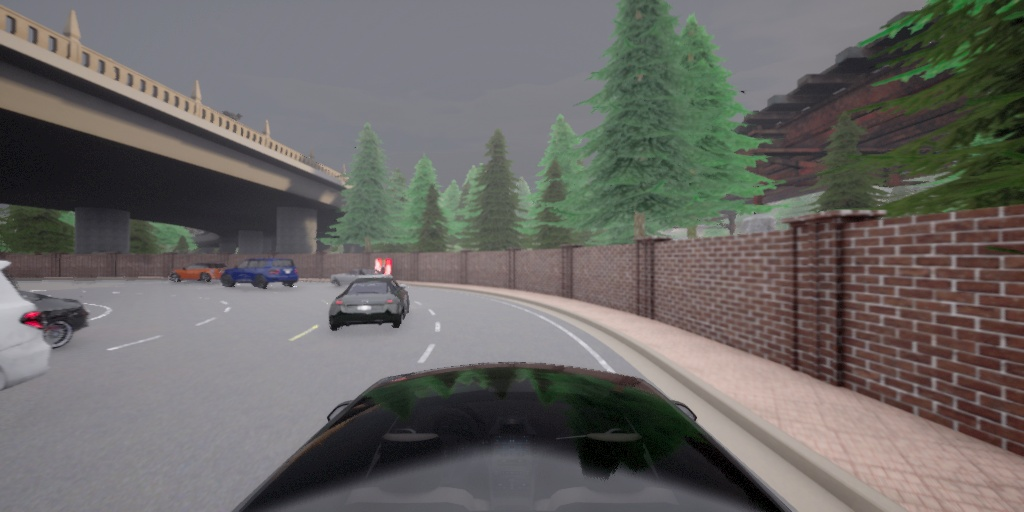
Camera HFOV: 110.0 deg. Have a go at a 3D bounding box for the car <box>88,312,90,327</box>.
[{"bbox_3d":[-10.714,1.318,6.482,1.812,1.442,4.674,1,-1,-5],"label":"car"}]

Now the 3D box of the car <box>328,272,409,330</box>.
[{"bbox_3d":[-4.483,1.402,11.691,1.994,1.385,4.181,0,-1,-13],"label":"car"}]

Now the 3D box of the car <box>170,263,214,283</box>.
[{"bbox_3d":[-26.641,1.358,30.762,4.553,1.767,2.097,0,0,11],"label":"car"}]

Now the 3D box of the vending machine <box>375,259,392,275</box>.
[{"bbox_3d":[-10.672,1.194,29.861,0.880,2.100,1.100,0,0,26],"label":"vending machine"}]

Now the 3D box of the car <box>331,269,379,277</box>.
[{"bbox_3d":[-10.807,1.561,25.566,4.718,1.301,1.895,0,-1,30],"label":"car"}]

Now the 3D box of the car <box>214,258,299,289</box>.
[{"bbox_3d":[-17.494,1.176,24.910,5.566,2.045,2.150,0,-1,21],"label":"car"}]

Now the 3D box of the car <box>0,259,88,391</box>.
[{"bbox_3d":[-7.023,0.976,2.192,2.150,2.045,5.566,0,-1,1],"label":"car"}]
